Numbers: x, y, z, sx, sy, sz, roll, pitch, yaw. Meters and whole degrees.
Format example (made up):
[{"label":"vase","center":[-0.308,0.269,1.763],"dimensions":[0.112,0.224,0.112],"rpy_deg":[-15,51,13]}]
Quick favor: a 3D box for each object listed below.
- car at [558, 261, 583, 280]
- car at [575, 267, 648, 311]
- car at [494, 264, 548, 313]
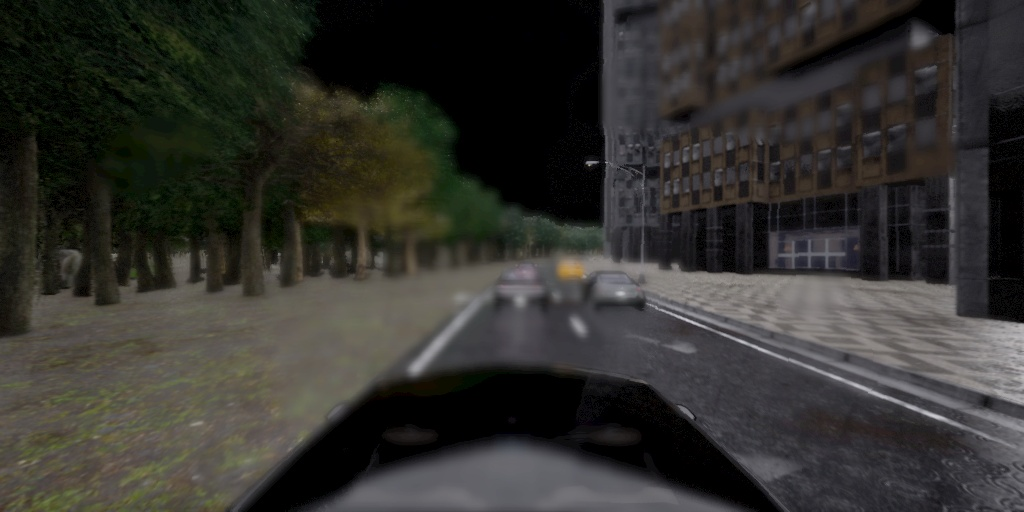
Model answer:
[{"label":"car","center":[4.949,1.159,30.171],"dimensions":[1.882,1.535,5.008],"rpy_deg":[0,0,5]},{"label":"car","center":[3.906,1.298,14.400],"dimensions":[1.994,1.385,4.181],"rpy_deg":[0,0,3]},{"label":"car","center":[0.382,1.230,14.002],"dimensions":[2.128,1.511,4.902],"rpy_deg":[0,0,3]}]
